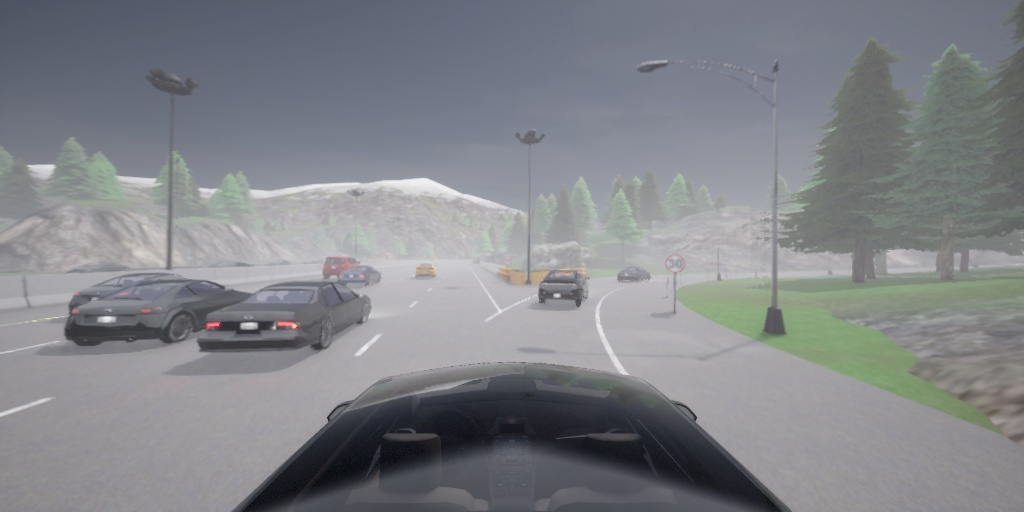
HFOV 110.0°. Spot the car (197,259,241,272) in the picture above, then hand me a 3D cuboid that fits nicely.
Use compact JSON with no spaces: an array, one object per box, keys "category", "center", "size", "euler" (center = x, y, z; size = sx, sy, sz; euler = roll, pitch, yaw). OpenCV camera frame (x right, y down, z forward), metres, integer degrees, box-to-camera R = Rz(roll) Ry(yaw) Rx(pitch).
[{"category":"car","center":[-38.501,1.228,47.261],"size":[2.128,1.511,4.902],"euler":[1,0,-7]}]

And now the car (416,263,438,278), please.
[{"category":"car","center":[-8.748,1.434,37.024],"size":[1.882,1.535,5.008],"euler":[1,0,-8]}]

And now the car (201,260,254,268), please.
[{"category":"car","center":[-26.091,1.224,33.263],"size":[1.882,1.535,5.008],"euler":[1,-1,-7]}]

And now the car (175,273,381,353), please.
[{"category":"car","center":[-5.007,1.306,8.863],"size":[2.033,1.411,5.357],"euler":[1,0,-8]}]

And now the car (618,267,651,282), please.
[{"category":"car","center":[11.756,1.708,34.273],"size":[1.994,1.385,4.181],"euler":[0,-1,40]}]

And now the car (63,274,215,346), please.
[{"category":"car","center":[-8.605,1.290,9.372],"size":[1.994,1.385,4.181],"euler":[1,0,-8]}]

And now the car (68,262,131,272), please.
[{"category":"car","center":[-36.495,1.192,31.894],"size":[1.994,1.385,4.181],"euler":[1,0,-7]}]

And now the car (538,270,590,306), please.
[{"category":"car","center":[2.526,1.394,16.788],"size":[2.128,1.511,4.902],"euler":[0,-1,17]}]

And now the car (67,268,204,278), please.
[{"category":"car","center":[-12.570,1.277,12.650],"size":[1.994,1.385,4.181],"euler":[1,0,-8]}]

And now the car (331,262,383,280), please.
[{"category":"car","center":[-10.791,1.389,25.830],"size":[2.033,1.411,5.357],"euler":[1,0,-8]}]

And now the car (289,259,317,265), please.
[{"category":"car","center":[-28.205,1.461,49.392],"size":[1.895,1.301,4.718],"euler":[1,0,-7]}]

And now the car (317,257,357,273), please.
[{"category":"car","center":[-15.206,1.075,32.513],"size":[2.150,2.045,5.566],"euler":[1,0,-8]}]
